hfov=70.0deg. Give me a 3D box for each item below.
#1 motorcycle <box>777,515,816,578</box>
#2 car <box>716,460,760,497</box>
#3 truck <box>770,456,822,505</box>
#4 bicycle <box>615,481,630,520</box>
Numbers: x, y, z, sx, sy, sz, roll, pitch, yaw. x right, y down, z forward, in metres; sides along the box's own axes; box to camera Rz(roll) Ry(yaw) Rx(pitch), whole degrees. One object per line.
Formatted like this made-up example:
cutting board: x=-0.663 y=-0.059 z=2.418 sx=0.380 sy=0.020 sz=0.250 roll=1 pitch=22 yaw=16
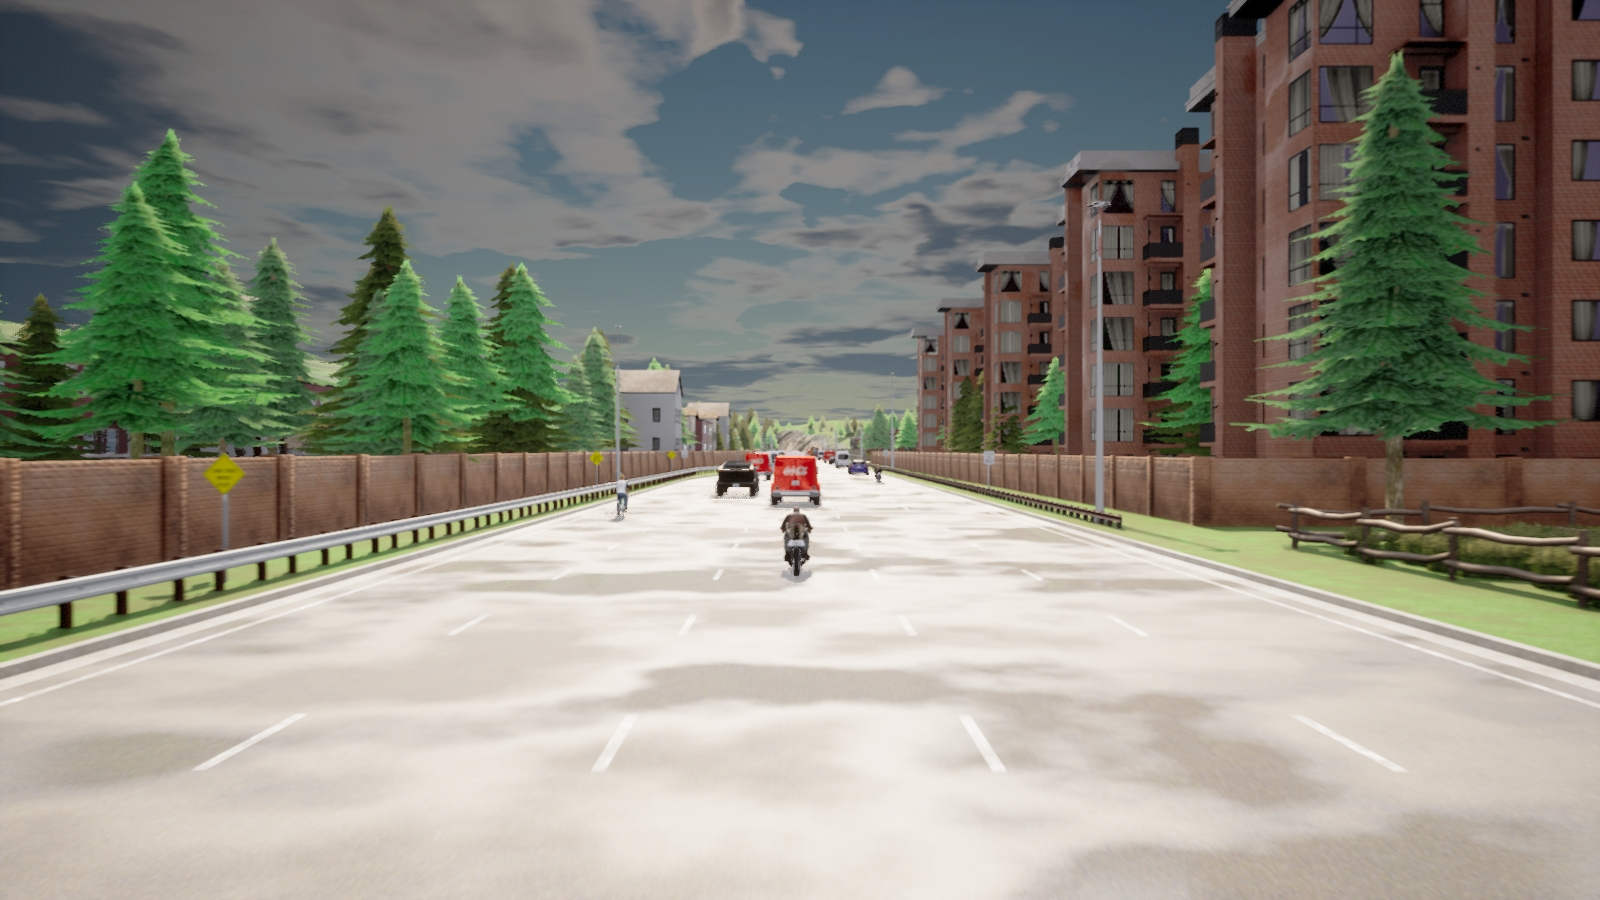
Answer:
motorcycle: x=-0.079 y=2.193 z=26.316 sx=0.867 sy=1.251 sz=2.209 roll=0 pitch=0 yaw=0
car: x=-3.767 y=1.723 z=70.067 sx=2.390 sy=2.098 sz=6.274 roll=0 pitch=0 yaw=0
truck: x=-0.224 y=1.541 z=59.832 sx=2.627 sy=2.467 sz=5.204 roll=0 pitch=0 yaw=0
bicycle: x=-7.172 y=2.035 z=46.205 sx=0.373 sy=1.496 sz=1.643 roll=0 pitch=0 yaw=0
